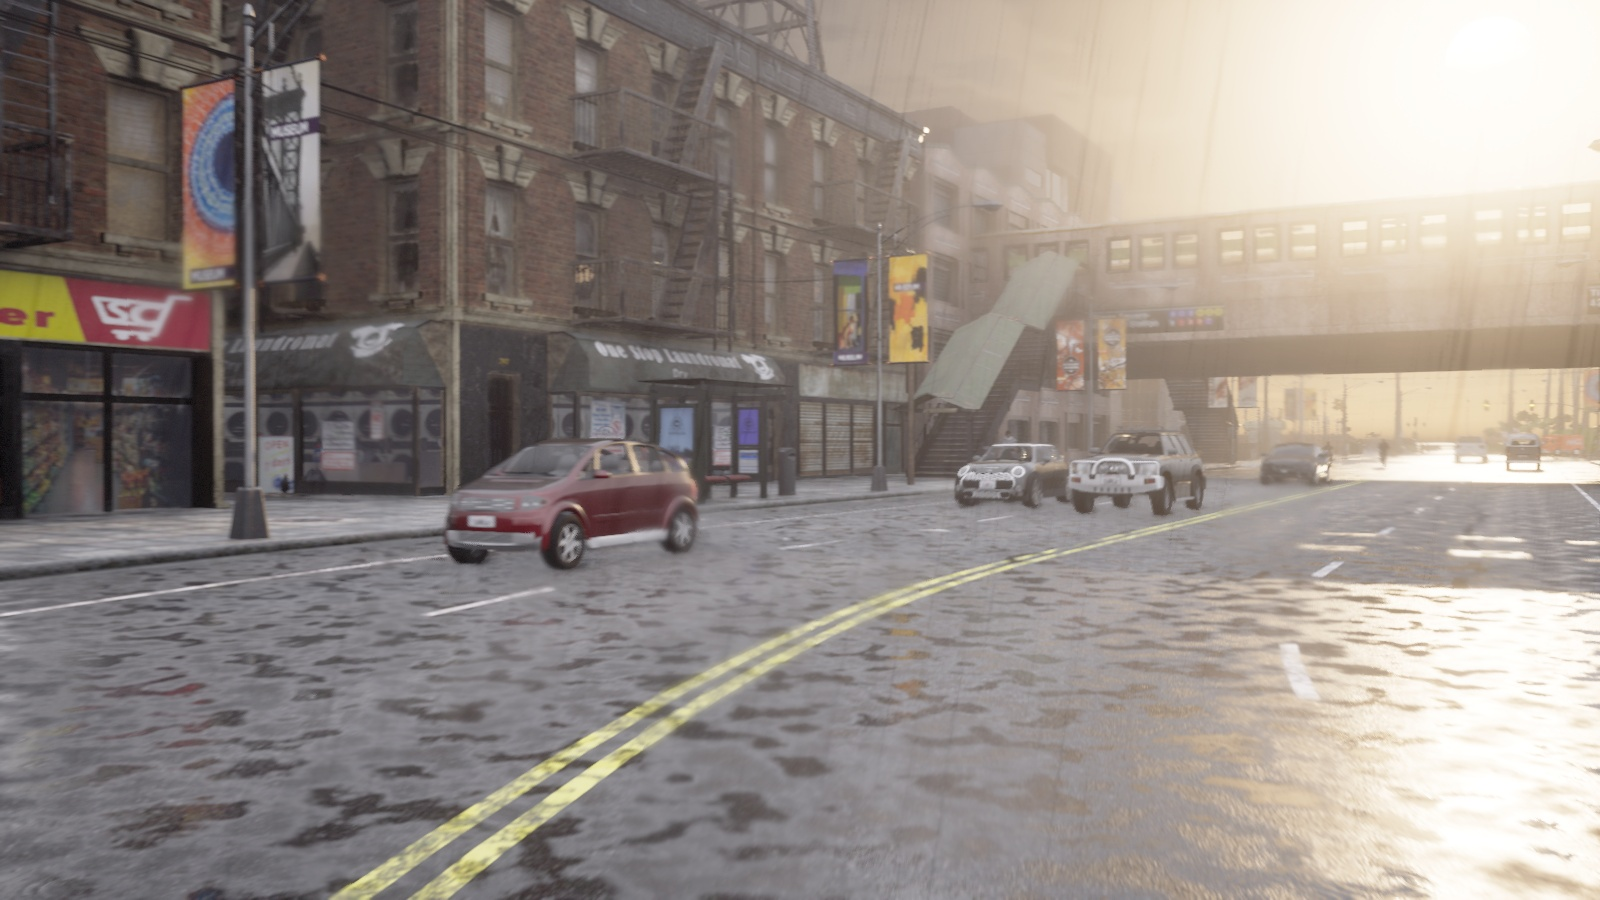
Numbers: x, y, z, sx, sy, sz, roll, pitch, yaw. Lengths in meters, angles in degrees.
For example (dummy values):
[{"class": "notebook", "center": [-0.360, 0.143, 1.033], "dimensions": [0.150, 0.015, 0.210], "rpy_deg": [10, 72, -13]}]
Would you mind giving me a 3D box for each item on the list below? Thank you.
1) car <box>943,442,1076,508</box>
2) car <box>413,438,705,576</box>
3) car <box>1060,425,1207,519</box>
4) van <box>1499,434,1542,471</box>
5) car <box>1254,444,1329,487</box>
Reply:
[{"class": "car", "center": [5.142, 0.549, 30.480], "dimensions": [1.970, 1.475, 3.806], "rpy_deg": [0, 0, 30]}, {"class": "car", "center": [-2.937, 0.629, 16.071], "dimensions": [1.789, 1.549, 3.705], "rpy_deg": [0, 0, 27]}, {"class": "car", "center": [7.330, 0.423, 27.263], "dimensions": [1.932, 1.855, 4.605], "rpy_deg": [0, 0, 30]}, {"class": "van", "center": [40.953, 0.143, 71.382], "dimensions": [2.069, 2.038, 4.480], "rpy_deg": [0, 0, 30]}, {"class": "car", "center": [17.979, 0.526, 45.773], "dimensions": [1.837, 1.490, 4.892], "rpy_deg": [0, 0, 30]}]
